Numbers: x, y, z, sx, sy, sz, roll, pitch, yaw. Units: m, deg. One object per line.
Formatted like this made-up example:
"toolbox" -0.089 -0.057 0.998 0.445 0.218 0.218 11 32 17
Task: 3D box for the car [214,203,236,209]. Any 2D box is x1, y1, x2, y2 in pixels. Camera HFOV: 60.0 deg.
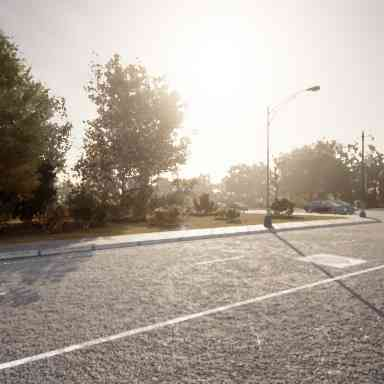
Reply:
"car" 4.378 2.521 52.909 1.837 1.490 4.892 0 -3 -32

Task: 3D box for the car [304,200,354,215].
"car" 14.612 1.707 36.519 2.128 1.511 4.902 0 -1 -32

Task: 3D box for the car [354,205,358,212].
"car" 17.015 1.743 39.252 2.128 1.511 4.902 0 -1 -33

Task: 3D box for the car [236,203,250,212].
"car" 7.386 2.528 54.709 1.837 1.490 4.892 0 -3 -32
